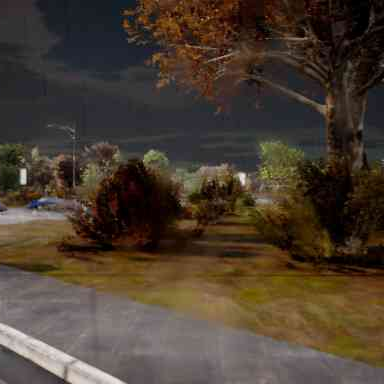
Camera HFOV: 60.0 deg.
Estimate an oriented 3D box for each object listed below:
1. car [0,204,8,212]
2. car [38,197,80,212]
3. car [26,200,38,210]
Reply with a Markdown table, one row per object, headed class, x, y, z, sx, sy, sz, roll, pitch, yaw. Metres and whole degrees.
| class | x | y | z | sx | sy | sz | roll | pitch | yaw |
| --- | --- | --- | --- | --- | --- | --- | --- | --- | --- |
| car | -20.012 | 1.470 | 30.725 | 2.033 | 1.411 | 5.357 | 0 | 0 | 33 |
| car | -15.022 | 1.486 | 38.458 | 1.994 | 1.385 | 4.181 | 0 | 0 | 34 |
| car | -17.714 | 1.390 | 40.749 | 1.882 | 1.535 | 5.008 | 0 | 0 | 33 |
